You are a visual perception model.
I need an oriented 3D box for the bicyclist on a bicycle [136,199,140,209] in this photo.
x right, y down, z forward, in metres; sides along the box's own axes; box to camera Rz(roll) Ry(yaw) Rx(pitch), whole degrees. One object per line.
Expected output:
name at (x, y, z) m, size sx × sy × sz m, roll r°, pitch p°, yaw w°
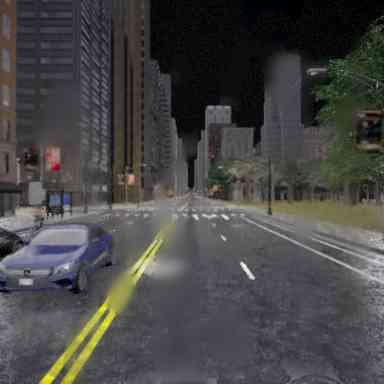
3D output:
bicyclist on a bicycle at (-8.738, 1.921, 53.917) m, size 0.582 × 1.620 × 1.656 m, roll 0°, pitch -1°, yaw 0°

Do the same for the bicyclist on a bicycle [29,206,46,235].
bicyclist on a bicycle at (-8.659, 1.581, 18.777) m, size 0.866 × 1.612 × 1.509 m, roll 0°, pitch -1°, yaw 1°

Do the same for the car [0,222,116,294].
car at (-3.358, 1.597, 9.127) m, size 1.812 × 1.442 × 4.674 m, roll 0°, pitch 0°, yaw 1°

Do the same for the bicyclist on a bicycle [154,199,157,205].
bicyclist on a bicycle at (-8.733, 2.388, 79.813) m, size 0.582 × 1.620 × 1.656 m, roll 0°, pitch -1°, yaw 0°
